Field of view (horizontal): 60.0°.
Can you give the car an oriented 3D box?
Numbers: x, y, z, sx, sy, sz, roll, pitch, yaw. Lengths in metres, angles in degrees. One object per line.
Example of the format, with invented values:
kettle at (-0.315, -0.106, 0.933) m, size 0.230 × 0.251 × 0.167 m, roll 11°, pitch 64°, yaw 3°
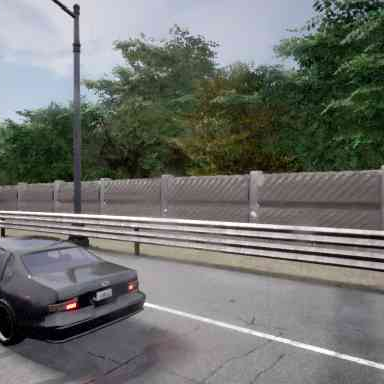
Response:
car at (-3.322, 1.569, 6.376) m, size 5.357 × 1.411 × 2.033 m, roll 0°, pitch 0°, yaw 36°
